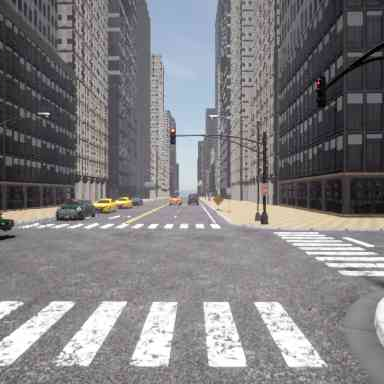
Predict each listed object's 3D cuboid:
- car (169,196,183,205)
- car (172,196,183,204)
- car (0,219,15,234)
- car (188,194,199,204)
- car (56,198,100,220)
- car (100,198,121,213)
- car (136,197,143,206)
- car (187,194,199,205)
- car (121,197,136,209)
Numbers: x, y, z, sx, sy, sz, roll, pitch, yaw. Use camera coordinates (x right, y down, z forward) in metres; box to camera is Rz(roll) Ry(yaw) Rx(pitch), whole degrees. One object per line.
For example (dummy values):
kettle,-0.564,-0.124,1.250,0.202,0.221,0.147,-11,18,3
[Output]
car,-2.987,1.463,59.976,2.097,1.767,4.553,0,0,0
car,-2.990,1.646,70.165,2.128,1.511,4.902,0,0,0
car,-11.392,1.606,16.111,4.718,1.301,1.895,0,0,1
car,0.262,1.373,70.396,2.150,2.045,5.566,0,0,0
car,-9.774,1.379,28.268,2.097,1.767,4.553,0,0,0
car,-9.751,1.522,37.455,1.882,1.535,5.008,0,0,0
car,-9.650,1.650,57.784,2.033,1.411,5.357,0,0,1
car,0.262,1.616,60.188,1.837,1.490,4.892,0,0,0
car,-9.719,1.547,47.137,1.882,1.535,5.008,0,0,0
